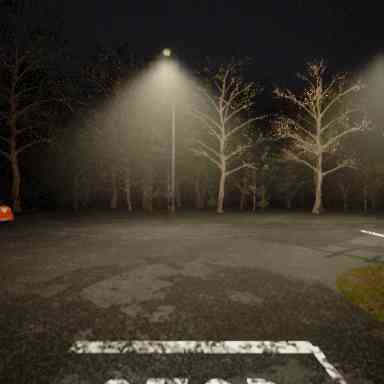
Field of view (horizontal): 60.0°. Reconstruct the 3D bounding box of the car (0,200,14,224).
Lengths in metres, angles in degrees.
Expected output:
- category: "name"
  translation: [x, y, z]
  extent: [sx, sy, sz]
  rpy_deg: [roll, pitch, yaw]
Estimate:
- category: "car"
  translation: [-14.267, 1.260, 21.657]
  extent: [4.553, 1.767, 2.097]
  rpy_deg: [0, 0, 1]
